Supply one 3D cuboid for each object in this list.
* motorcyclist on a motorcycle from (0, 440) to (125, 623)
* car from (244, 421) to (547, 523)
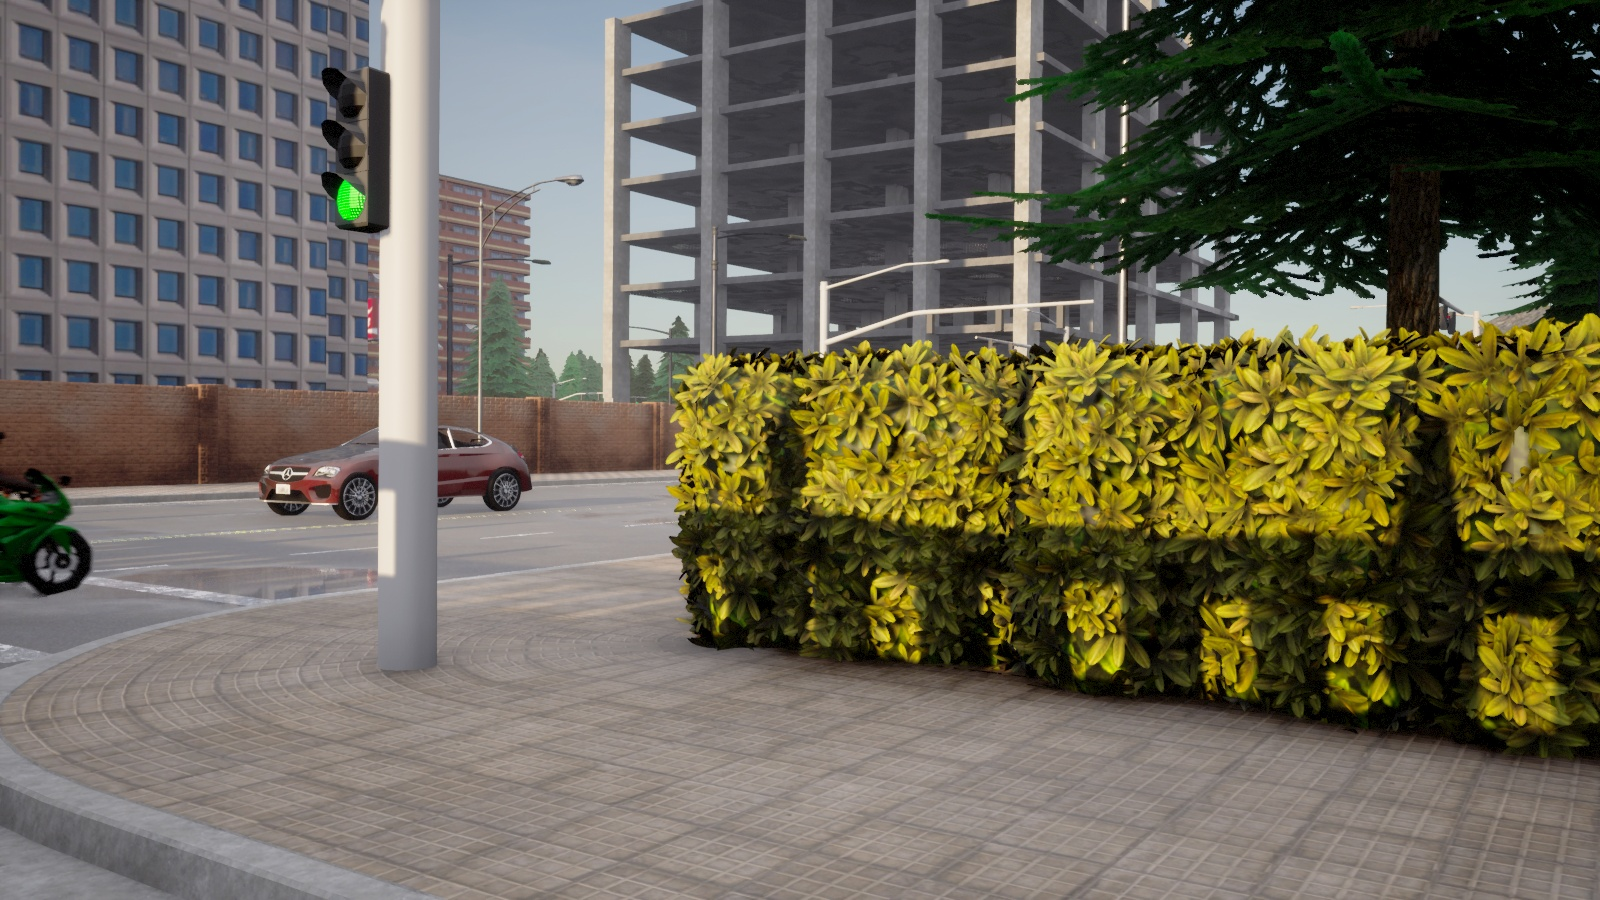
[{"bbox_3d":[-7.015,0.684,10.728,0.797,1.523,2.044,0,1,33],"label":"motorcyclist on a motorcycle"},{"bbox_3d":[-7.250,0.316,23.069,2.152,1.651,5.027,0,1,33],"label":"car"}]
